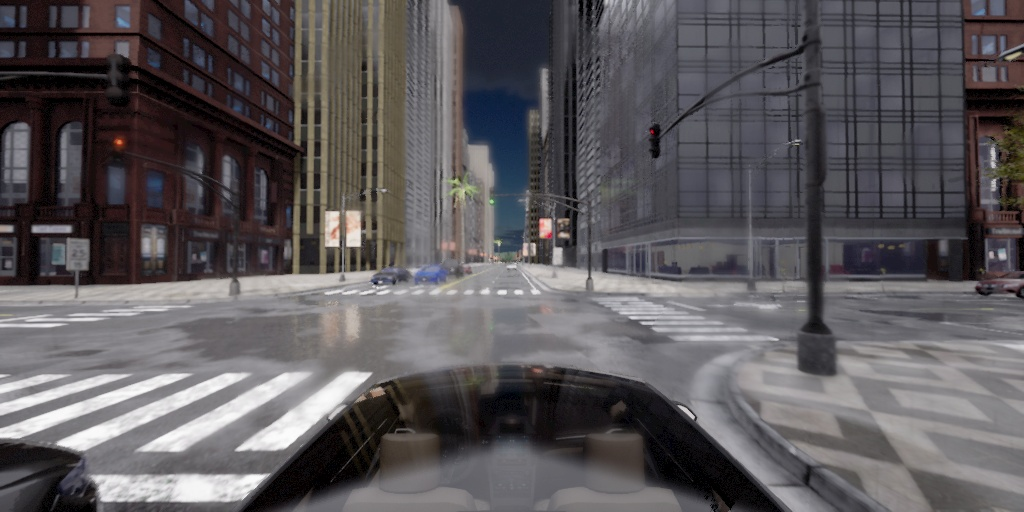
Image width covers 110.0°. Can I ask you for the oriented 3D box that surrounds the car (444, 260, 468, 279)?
[{"bbox_3d":[-6.652,1.406,39.986,2.150,2.045,5.566,0,-1,0],"label":"car"}]

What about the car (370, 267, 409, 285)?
[{"bbox_3d":[-9.857,1.608,29.846,2.033,1.411,5.357,0,-1,3],"label":"car"}]

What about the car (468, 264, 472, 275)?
[{"bbox_3d":[-6.649,1.842,50.273,1.812,1.442,4.674,0,-1,0],"label":"car"}]

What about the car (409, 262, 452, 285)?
[{"bbox_3d":[-6.637,1.540,29.877,1.882,1.535,5.008,0,-1,2],"label":"car"}]

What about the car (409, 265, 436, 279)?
[{"bbox_3d":[-9.906,1.709,40.033,1.812,1.442,4.674,0,-1,0],"label":"car"}]

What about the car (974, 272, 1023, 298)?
[{"bbox_3d":[26.440,1.433,18.316,4.207,1.307,1.802,0,0,-1],"label":"car"}]
